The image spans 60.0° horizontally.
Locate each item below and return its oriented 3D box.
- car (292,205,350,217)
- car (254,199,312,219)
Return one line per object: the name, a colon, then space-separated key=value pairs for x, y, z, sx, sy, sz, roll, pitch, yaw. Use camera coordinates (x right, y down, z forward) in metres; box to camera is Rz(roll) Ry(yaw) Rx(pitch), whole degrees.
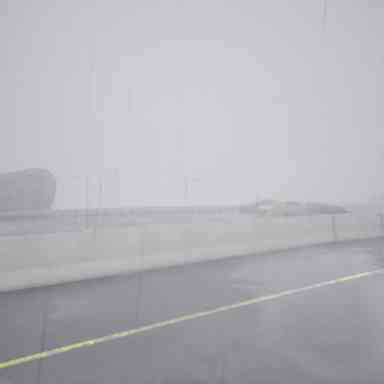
car: x=8.446 y=1.567 z=21.467 sx=4.718 sy=1.301 sz=1.895 roll=0 pitch=0 yaw=-29
car: x=8.034 y=1.430 z=29.201 sx=5.008 sy=1.535 sz=1.882 roll=0 pitch=0 yaw=-28
